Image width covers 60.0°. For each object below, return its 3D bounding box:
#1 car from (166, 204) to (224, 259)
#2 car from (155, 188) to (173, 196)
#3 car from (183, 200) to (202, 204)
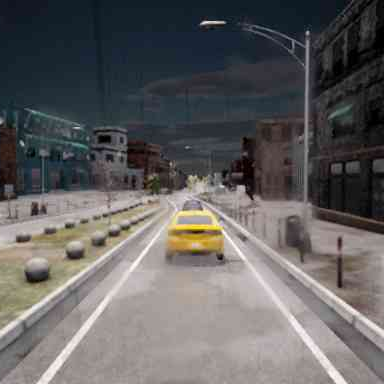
[{"bbox_3d":[0.094,1.450,12.574,1.882,1.535,5.008,0,0,0],"label":"car"},{"bbox_3d":[-5.260,-0.040,63.389,2.033,1.411,5.357,1,2,15],"label":"car"},{"bbox_3d":[0.052,1.493,32.935,1.994,1.385,4.181,0,0,-1],"label":"car"}]
